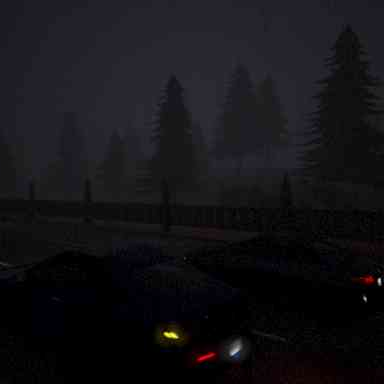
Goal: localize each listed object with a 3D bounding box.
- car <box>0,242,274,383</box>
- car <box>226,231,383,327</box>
[{"bbox_3d":[-1.388,1.500,4.983,4.674,1.442,1.812,0,0,36],"label":"car"},{"bbox_3d":[1.700,1.547,7.078,4.181,1.385,1.994,0,0,35],"label":"car"}]
